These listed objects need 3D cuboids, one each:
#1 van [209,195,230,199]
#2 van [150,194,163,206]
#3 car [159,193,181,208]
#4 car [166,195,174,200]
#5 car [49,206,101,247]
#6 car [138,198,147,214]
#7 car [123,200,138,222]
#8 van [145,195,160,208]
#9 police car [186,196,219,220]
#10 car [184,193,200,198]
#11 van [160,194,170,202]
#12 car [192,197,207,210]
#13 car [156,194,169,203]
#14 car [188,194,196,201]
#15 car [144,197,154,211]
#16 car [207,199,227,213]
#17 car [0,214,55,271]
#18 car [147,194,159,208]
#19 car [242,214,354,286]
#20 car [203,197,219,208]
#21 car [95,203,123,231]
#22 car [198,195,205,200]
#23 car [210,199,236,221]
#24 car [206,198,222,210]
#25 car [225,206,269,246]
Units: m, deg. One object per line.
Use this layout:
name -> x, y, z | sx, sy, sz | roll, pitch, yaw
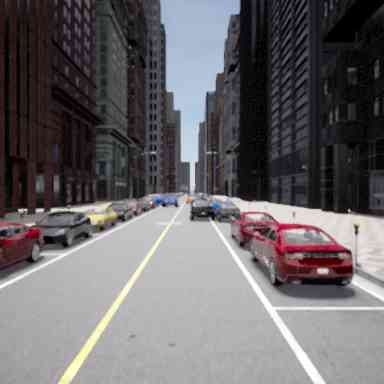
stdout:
van -> 2.752, 1.298, 31.789 | 1.690, 1.788, 3.998 | 0, 0, 0
van -> -5.779, 1.282, 54.317 | 1.690, 1.788, 3.998 | 0, 0, 0
car -> -3.094, 1.165, 47.934 | 2.150, 2.045, 5.566 | 0, 0, 0
car -> -5.787, 1.481, 88.136 | 1.887, 1.381, 4.507 | 0, 0, 0
car -> -5.768, 1.542, 14.861 | 1.947, 1.339, 4.313 | 0, 0, 0
car -> -5.772, 1.538, 31.771 | 1.802, 1.307, 4.206 | 0, 0, 0
car -> -5.771, 1.528, 26.134 | 1.947, 1.339, 4.313 | 0, 0, 0
van -> -5.777, 1.285, 48.680 | 1.690, 1.788, 3.998 | 0, 0, 0
police car -> 0.768, 1.387, 27.621 | 1.930, 1.638, 5.238 | 0, 0, -2
car -> -0.016, 1.292, 63.579 | 2.097, 1.767, 4.553 | 0, 0, 0
van -> -5.783, 1.276, 71.226 | 1.690, 1.788, 3.998 | 0, 0, 0
car -> 0.889, 1.453, 43.538 | 1.837, 1.490, 4.892 | 0, 0, 0
car -> -5.782, 1.251, 65.589 | 2.192, 1.841, 5.009 | 0, 0, 0
car -> -0.020, 1.308, 78.609 | 1.837, 1.490, 4.892 | 0, 0, 0
car -> -5.774, 1.517, 37.407 | 1.947, 1.339, 4.313 | 0, 0, 0
car -> 2.751, 1.502, 37.426 | 2.008, 1.369, 4.403 | 0, 0, 0
car -> -5.766, 1.530, 9.225 | 1.887, 1.381, 4.507 | 0, 0, 0
car -> -5.775, 1.387, 43.044 | 1.967, 1.590, 4.097 | 0, 0, 0
car -> 2.759, 1.530, 9.244 | 1.887, 1.381, 4.507 | 0, 0, 0
car -> 2.748, 1.495, 48.698 | 2.008, 1.369, 4.403 | 0, 0, 0
car -> -5.769, 1.494, 20.327 | 1.752, 1.417, 4.829 | 0, 0, 0
car -> 2.736, 1.463, 93.958 | 1.752, 1.417, 4.829 | 0, 0, 0
car -> 2.754, 1.513, 26.153 | 2.008, 1.369, 4.403 | 0, 0, 0
car -> 2.750, 1.529, 43.062 | 1.802, 1.307, 4.206 | 0, 0, 0
car -> 2.757, 1.522, 14.881 | 1.887, 1.381, 4.507 | 0, 0, 0
